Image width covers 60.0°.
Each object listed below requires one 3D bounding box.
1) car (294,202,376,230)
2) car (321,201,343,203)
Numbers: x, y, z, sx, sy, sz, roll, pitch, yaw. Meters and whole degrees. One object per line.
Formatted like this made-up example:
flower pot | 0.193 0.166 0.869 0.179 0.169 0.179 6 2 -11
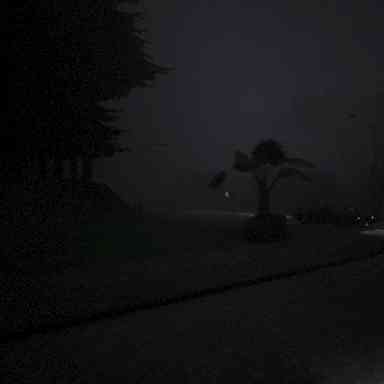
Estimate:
car | 8.966 1.577 21.146 1.895 1.301 4.718 0 0 -32
car | 10.606 1.462 26.394 2.128 1.511 4.902 0 0 -35
